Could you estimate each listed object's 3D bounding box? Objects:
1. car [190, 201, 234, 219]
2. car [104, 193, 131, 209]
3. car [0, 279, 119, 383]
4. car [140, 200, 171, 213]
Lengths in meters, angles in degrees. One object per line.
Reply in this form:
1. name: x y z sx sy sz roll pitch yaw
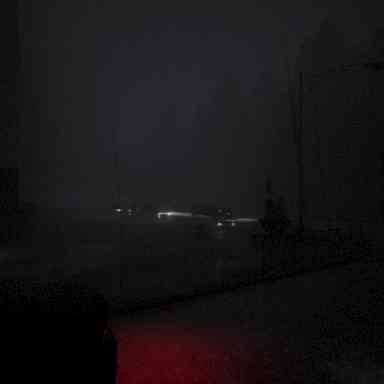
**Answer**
1. car: 1.641 1.526 29.400 1.812 1.442 4.674 0 0 -36
2. car: -10.413 1.222 46.220 2.150 2.045 5.566 0 0 -35
3. car: -3.057 1.477 2.419 5.008 1.535 1.882 0 0 -36
4. car: -4.170 1.564 37.481 1.994 1.385 4.181 0 0 -35
